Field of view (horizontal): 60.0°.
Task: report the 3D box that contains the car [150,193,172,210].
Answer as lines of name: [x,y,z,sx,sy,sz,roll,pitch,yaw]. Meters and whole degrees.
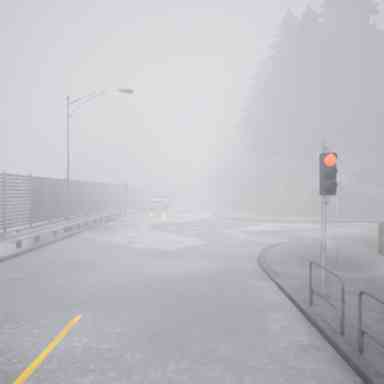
car: [-4.167,1.194,43.117,2.150,2.045,5.566,0,0,0]

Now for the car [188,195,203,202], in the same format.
car: [0.720,1.479,72.096,1.812,1.442,4.674,0,0,26]

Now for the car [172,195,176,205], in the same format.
car: [-4.169,1.188,53.779,2.150,2.045,5.566,0,0,0]
